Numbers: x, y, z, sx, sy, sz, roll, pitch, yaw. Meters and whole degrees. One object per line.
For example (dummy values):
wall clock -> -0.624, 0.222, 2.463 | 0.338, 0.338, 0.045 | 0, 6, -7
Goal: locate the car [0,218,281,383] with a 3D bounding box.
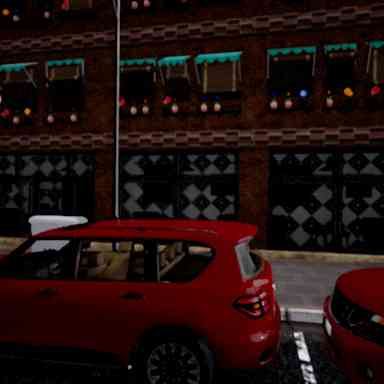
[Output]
car -> -1.320, 1.316, 4.650 | 5.009, 1.841, 2.192 | 0, 1, 12

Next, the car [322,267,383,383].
car -> 4.108, 1.317, 3.497 | 5.009, 1.841, 2.192 | 0, 1, 12
